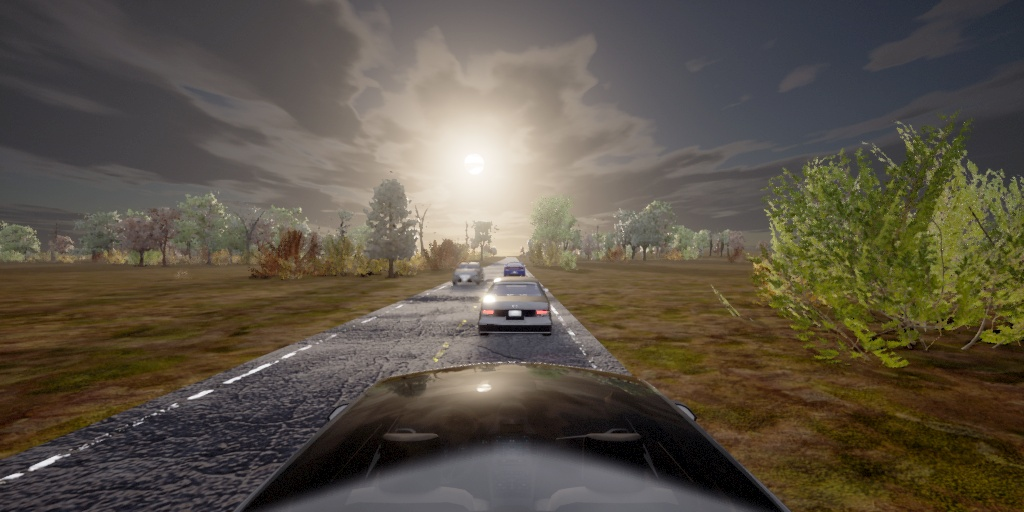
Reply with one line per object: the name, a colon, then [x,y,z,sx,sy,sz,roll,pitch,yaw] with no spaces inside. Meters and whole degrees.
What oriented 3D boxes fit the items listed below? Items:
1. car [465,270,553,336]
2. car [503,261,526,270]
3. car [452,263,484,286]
car: [0.119,1.298,10.349,2.033,1.411,5.357,0,0,1]
car: [0.231,1.220,32.572,1.882,1.535,5.008,0,0,0]
car: [-3.000,1.237,25.329,2.128,1.511,4.902,0,0,0]
